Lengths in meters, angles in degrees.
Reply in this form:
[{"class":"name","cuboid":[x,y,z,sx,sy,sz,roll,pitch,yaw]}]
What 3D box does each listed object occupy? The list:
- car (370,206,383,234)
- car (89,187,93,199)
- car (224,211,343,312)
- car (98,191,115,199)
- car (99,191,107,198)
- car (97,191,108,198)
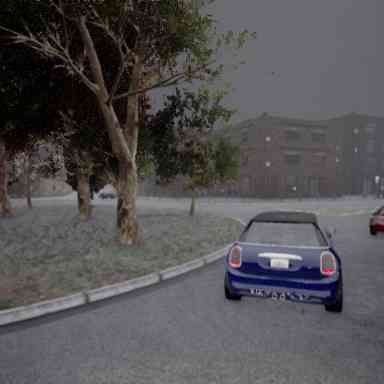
[{"class":"car","cuboid":[9.877,1.241,15.902,1.994,1.385,4.181,1,2,37]},{"class":"car","cuboid":[-17.736,0.177,55.663,2.150,2.045,5.566,-1,0,-20]},{"class":"car","cuboid":[2.231,1.215,7.803,2.097,1.767,4.553,0,1,19]},{"class":"car","cuboid":[-13.920,0.527,54.664,1.895,1.301,4.718,0,0,-20]},{"class":"car","cuboid":[-21.353,0.632,79.761,1.837,1.490,4.892,0,0,-15]},{"class":"car","cuboid":[-18.646,0.582,69.448,2.033,1.411,5.357,0,0,-15]}]
